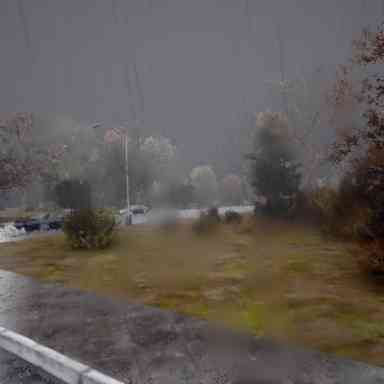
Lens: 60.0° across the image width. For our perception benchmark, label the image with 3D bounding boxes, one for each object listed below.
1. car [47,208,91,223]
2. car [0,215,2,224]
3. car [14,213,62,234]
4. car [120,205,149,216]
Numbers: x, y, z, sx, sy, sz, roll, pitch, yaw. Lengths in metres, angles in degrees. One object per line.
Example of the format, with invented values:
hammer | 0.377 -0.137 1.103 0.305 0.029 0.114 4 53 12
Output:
car | -13.473 2.519 36.664 1.994 1.385 4.181 -3 -2 32
car | -18.914 2.441 28.352 1.837 1.490 4.892 -3 -2 35
car | -9.550 2.081 23.133 1.895 1.301 4.718 -3 -2 34
car | -7.919 2.493 45.408 2.128 1.511 4.902 -3 -2 32
